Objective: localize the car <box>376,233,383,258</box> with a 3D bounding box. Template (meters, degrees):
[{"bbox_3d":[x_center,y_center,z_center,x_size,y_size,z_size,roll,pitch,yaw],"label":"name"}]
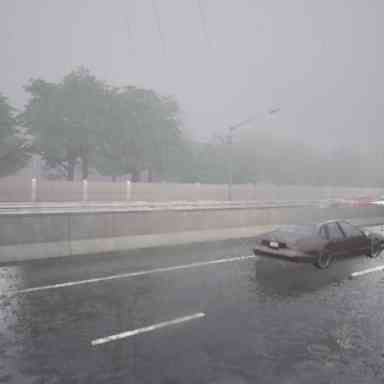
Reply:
[{"bbox_3d":[6.935,1.619,8.710,4.181,1.385,1.994,0,0,-35],"label":"car"}]

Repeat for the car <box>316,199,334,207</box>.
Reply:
[{"bbox_3d":[17.854,1.689,42.504,4.902,1.511,2.128,0,0,-35],"label":"car"}]

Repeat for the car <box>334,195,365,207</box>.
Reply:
[{"bbox_3d":[19.808,1.418,39.603,5.566,2.045,2.150,0,0,-35],"label":"car"}]

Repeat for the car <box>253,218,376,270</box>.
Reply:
[{"bbox_3d":[4.462,1.599,11.247,5.357,1.411,2.033,0,0,-35],"label":"car"}]

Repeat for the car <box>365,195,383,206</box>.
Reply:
[{"bbox_3d":[21.908,1.419,36.802,5.566,2.045,2.150,0,0,-35],"label":"car"}]
